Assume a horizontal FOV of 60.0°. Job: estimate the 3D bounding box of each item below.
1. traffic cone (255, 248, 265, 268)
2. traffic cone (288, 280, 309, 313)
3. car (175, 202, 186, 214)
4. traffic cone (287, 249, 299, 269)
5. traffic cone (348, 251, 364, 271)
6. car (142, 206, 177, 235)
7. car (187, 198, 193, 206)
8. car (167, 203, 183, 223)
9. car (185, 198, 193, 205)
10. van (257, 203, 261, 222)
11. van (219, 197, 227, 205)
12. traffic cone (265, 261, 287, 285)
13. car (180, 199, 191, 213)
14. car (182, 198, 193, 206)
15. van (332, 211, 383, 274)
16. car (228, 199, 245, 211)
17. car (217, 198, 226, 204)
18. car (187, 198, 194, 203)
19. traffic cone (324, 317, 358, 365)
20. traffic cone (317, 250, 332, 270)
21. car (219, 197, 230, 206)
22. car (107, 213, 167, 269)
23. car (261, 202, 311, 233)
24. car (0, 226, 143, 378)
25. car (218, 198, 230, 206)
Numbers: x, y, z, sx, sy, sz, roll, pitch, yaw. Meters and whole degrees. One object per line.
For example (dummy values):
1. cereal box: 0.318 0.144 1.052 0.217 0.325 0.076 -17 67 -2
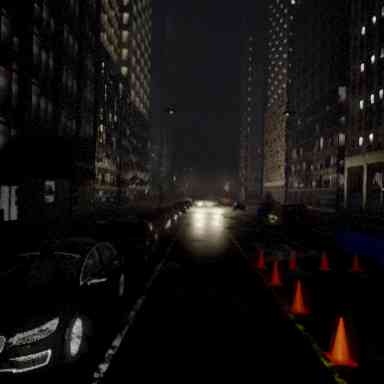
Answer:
1. traffic cone: 2.229 2.110 10.665 0.340 0.580 0.340 1 -1 1
2. traffic cone: 2.137 2.071 6.667 0.340 0.580 0.340 1 -1 1
3. car: -1.775 1.802 28.471 1.802 1.307 4.206 1 -1 1
4. traffic cone: 3.228 2.135 10.642 0.340 0.580 0.340 1 -1 1
5. traffic cone: 5.227 2.184 10.596 0.340 0.580 0.340 1 -1 1
6. car: -2.036 1.653 17.107 1.887 1.381 4.507 1 -1 1
7. car: -1.252 1.993 51.198 2.008 1.369 4.403 1 -1 1
8. car: -1.906 1.715 22.789 2.008 1.369 4.403 1 -1 1
9. car: -0.601 2.242 79.438 1.752 1.417 4.829 1 -1 1
10. van: 6.604 1.767 28.278 1.690 1.788 3.998 1 -1 1
11. van: 7.911 2.320 85.097 1.690 1.788 3.998 1 -1 1
12. traffic cone: 2.183 2.091 8.666 0.340 0.580 0.340 1 -1 1
13. car: -1.513 1.882 39.835 2.008 1.369 4.403 1 -1 1
14. car: -0.858 2.048 68.245 1.967 1.590 4.097 1 -1 1
15. van: 6.212 1.599 11.233 1.690 1.788 3.998 1 -1 1
16. car: 7.124 2.198 51.003 2.008 1.369 4.403 1 -1 1
17. car: 8.041 2.473 90.778 1.967 1.590 4.097 1 -1 1
18. car: -0.337 2.394 90.972 1.947 1.339 4.313 1 -1 1
19. traffic cone: 2.091 2.051 4.668 0.340 0.580 0.340 1 -1 1
20. traffic cone: 4.228 2.159 10.619 0.340 0.580 0.340 1 -1 1
21. car: 7.781 2.239 79.416 2.192 1.841 5.009 1 -1 1
22. car: -2.167 1.619 11.425 1.947 1.339 4.313 1 -1 1
23. car: 6.474 1.685 22.597 2.192 1.841 5.009 1 -1 1
24. car: -2.297 1.548 5.743 2.008 1.369 4.403 1 -1 1
25. car: 7.650 2.184 73.734 2.192 1.841 5.009 1 -1 1
